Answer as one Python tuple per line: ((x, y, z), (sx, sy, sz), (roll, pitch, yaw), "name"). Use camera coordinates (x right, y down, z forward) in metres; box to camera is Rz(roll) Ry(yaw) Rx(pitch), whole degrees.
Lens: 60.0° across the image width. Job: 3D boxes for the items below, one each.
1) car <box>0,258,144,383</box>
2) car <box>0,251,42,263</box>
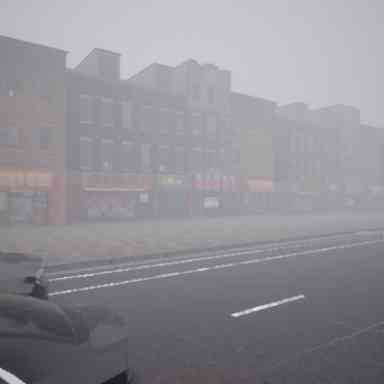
((-2.653, 1.497, 1.787), (4.892, 1.490, 1.837), (0, 0, -36), "car")
((-4.542, 1.484, 4.433), (4.902, 1.511, 2.128), (0, 0, -36), "car")
